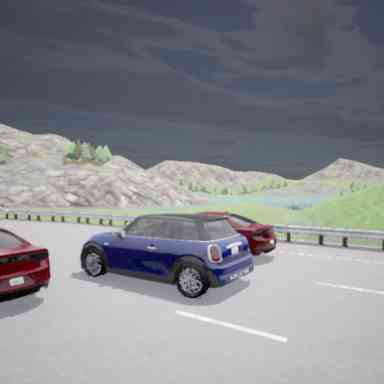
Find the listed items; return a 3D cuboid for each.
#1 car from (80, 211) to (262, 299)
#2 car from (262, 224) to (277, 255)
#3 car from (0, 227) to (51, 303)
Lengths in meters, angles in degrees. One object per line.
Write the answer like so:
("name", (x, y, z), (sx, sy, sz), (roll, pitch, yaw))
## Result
("car", (-0.806, 1.317, 8.608), (4.553, 1.767, 2.097), (0, 0, 34))
("car", (0.485, 1.432, 11.958), (5.008, 1.535, 1.882), (0, 0, 33))
("car", (-5.219, 1.439, 7.310), (5.008, 1.535, 1.882), (0, 0, 33))
